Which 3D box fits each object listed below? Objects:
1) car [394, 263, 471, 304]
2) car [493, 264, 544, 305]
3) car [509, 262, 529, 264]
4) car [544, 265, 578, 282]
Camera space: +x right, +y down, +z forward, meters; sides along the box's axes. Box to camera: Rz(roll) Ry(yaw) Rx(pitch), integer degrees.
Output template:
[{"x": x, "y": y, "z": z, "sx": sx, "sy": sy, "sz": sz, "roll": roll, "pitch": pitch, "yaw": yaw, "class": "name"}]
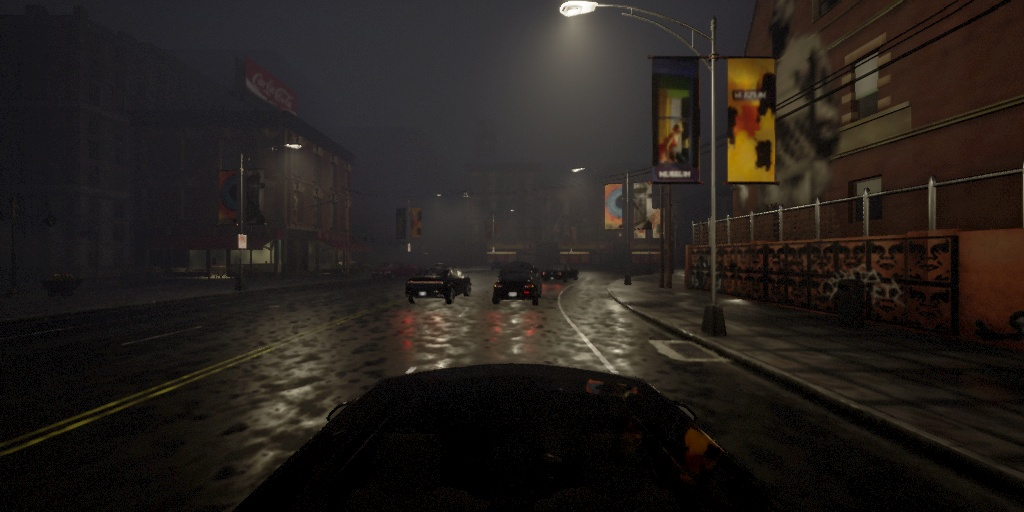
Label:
[{"x": -3.169, "y": 1.242, "z": 16.279, "sx": 2.128, "sy": 1.511, "sz": 4.902, "roll": 0, "pitch": 0, "yaw": 7, "class": "car"}, {"x": 0.307, "y": 1.280, "z": 15.864, "sx": 1.812, "sy": 1.442, "sz": 4.674, "roll": 0, "pitch": 0, "yaw": 7, "class": "car"}, {"x": 0.714, "y": 1.232, "z": 30.149, "sx": 1.882, "sy": 1.535, "sz": 5.008, "roll": 0, "pitch": 0, "yaw": 24, "class": "car"}, {"x": 3.912, "y": 1.364, "z": 28.727, "sx": 1.895, "sy": 1.301, "sz": 4.718, "roll": 0, "pitch": 0, "yaw": 24, "class": "car"}]
